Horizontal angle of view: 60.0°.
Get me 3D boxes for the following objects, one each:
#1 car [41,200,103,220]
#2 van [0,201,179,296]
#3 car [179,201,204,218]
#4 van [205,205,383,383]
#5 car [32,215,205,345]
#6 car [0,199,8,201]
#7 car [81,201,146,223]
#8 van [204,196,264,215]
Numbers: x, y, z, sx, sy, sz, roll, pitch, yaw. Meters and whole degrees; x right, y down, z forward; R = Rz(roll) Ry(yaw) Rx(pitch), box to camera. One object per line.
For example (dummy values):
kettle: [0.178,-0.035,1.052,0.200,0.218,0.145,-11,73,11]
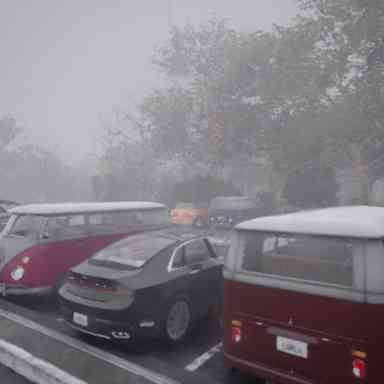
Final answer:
car: [-10.758,1.573,30.170,2.097,1.535,5.008,-1,0,36]
van: [-2.480,1.253,8.068,1.878,1.987,4.442,0,0,35]
car: [0.561,1.367,22.064,2.185,1.767,4.553,0,0,35]
van: [2.224,1.243,5.008,1.878,1.987,4.442,0,0,35]
car: [-0.130,1.475,6.532,2.231,1.521,4.892,0,0,35]
car: [-6.962,1.240,11.437,2.435,2.045,5.566,0,0,35]
car: [-6.220,1.530,26.944,2.097,1.535,5.008,-1,0,36]
van: [2.911,1.259,20.571,1.878,1.987,4.442,0,0,35]
